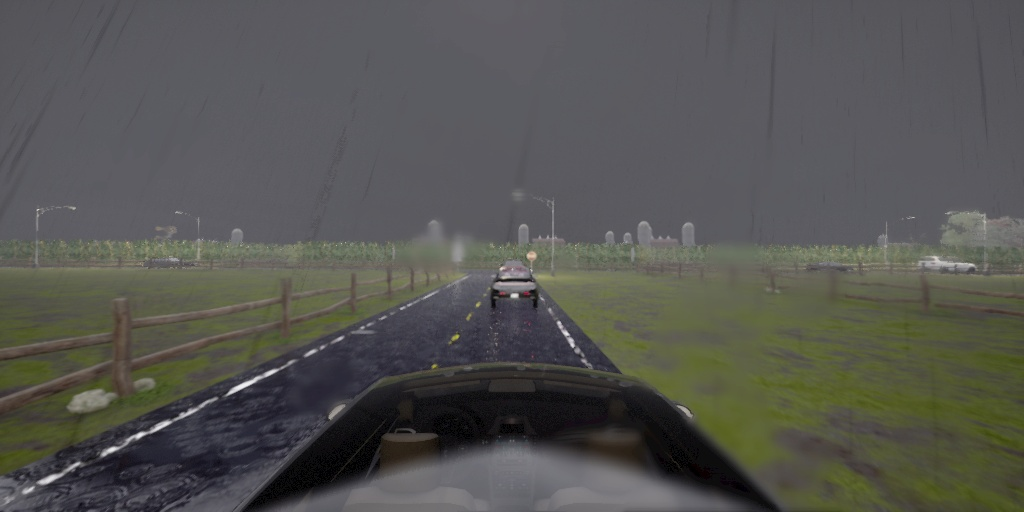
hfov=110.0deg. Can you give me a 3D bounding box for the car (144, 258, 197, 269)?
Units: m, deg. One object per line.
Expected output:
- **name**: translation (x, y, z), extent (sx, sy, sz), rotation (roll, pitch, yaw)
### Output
- **car**: translation (-43.384, 0.898, 45.558), extent (5.357, 1.411, 2.033), rotation (0, -1, 1)

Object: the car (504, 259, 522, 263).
- **car**: translation (0.108, 1.042, 29.574), extent (2.097, 1.767, 4.553), rotation (0, 0, 0)

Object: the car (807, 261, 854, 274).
- **car**: translation (40.059, 1.447, 45.106), extent (5.008, 1.535, 1.882), rotation (0, -1, 1)

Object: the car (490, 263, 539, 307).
- **car**: translation (0.101, 1.211, 15.154), extent (2.128, 1.511, 4.902), rotation (0, 0, 0)
